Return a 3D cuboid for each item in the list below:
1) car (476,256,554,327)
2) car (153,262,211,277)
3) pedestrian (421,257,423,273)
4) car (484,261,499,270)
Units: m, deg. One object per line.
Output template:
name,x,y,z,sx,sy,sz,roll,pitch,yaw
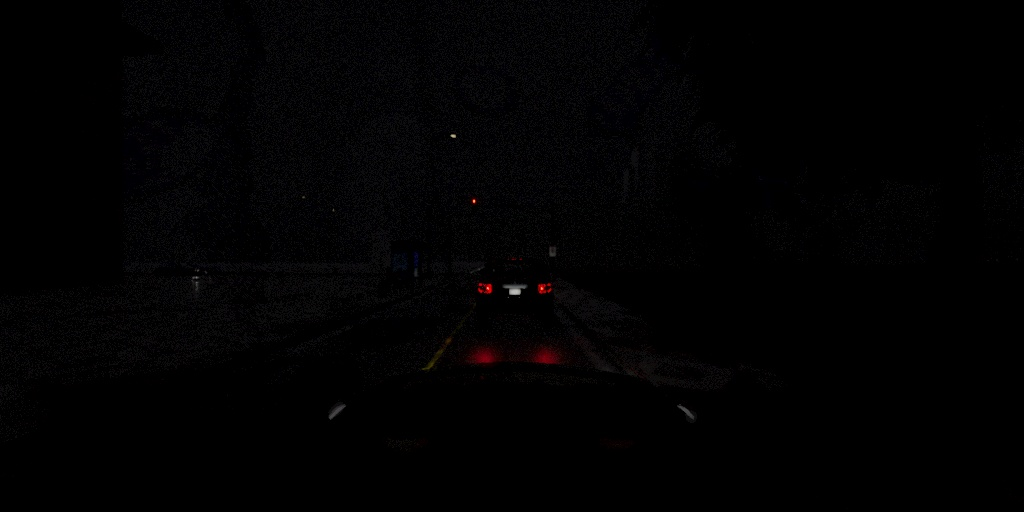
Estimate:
car,0.073,1.010,11.884,2.150,2.045,5.566,0,0,0
car,-31.482,1.309,34.235,4.674,1.442,1.812,0,0,1
pedestrian,-10.175,0.952,39.979,0.375,1.860,0.375,0,0,1
car,-3.203,1.457,57.194,2.033,1.411,5.357,0,0,0
